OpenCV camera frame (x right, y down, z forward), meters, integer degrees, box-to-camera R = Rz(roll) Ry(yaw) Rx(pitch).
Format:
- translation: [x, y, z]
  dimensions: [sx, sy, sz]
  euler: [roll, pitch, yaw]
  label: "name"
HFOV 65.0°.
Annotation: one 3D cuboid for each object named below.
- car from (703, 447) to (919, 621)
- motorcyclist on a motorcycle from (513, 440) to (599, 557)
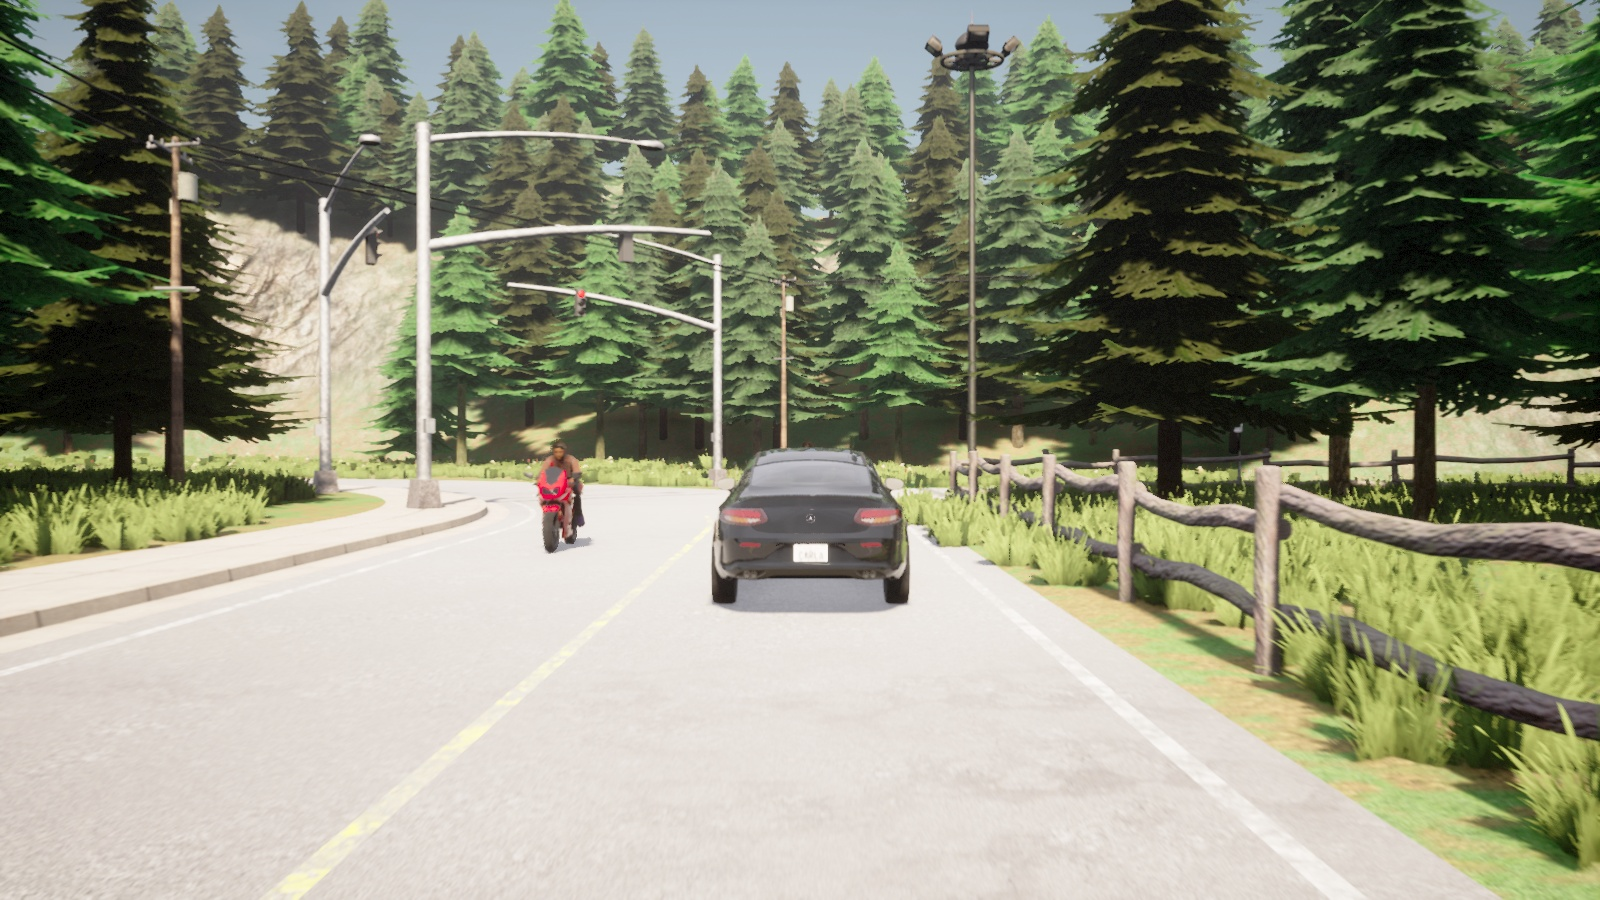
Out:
- translation: [0.105, 0.700, 12.879]
  dimensions: [1.812, 1.442, 4.674]
  euler: [0, 0, 0]
  label: "car"
- translation: [-3.353, 0.627, 17.458]
  dimensions: [0.797, 1.523, 2.044]
  euler: [0, 0, 0]
  label: "motorcyclist on a motorcycle"
